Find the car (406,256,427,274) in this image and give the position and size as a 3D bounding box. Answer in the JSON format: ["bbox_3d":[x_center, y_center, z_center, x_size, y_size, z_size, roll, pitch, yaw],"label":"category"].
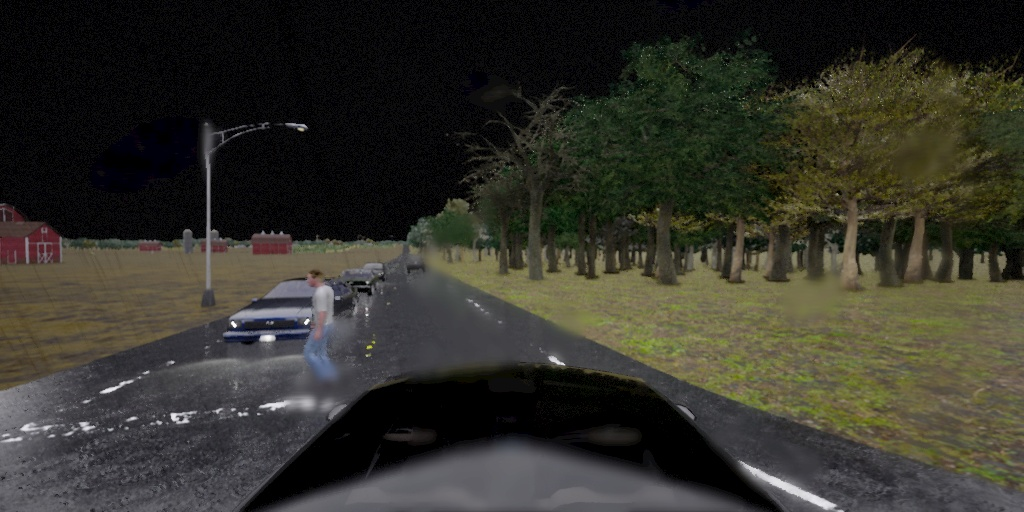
[{"bbox_3d":[-11.328,0.986,42.776,2.150,2.045,5.566,0,0,-16],"label":"car"}]

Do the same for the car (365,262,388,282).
[{"bbox_3d":[-11.259,1.295,29.331,1.837,1.490,4.892,0,0,-16],"label":"car"}]

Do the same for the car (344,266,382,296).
[{"bbox_3d":[-8.427,1.389,19.555,1.895,1.301,4.718,0,0,-16],"label":"car"}]

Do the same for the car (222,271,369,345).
[{"bbox_3d":[-5.625,1.319,10.020,2.033,1.411,5.357,0,0,-13],"label":"car"}]

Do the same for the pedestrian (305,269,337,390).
[{"bbox_3d":[-2.825,1.054,5.389,0.375,1.860,0.375,-2,2,-16],"label":"pedestrian"}]
